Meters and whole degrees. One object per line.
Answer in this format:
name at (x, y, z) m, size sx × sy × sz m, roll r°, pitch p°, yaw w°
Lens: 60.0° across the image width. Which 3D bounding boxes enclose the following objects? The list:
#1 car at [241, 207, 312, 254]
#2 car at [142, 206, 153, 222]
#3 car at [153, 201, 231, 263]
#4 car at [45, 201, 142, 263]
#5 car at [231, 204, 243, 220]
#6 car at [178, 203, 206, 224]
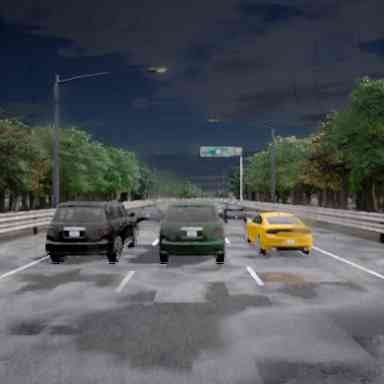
car at (3.525, 1.623, 14.264) m, size 1.882 × 1.535 × 5.008 m, roll 0°, pitch 0°, yaw 0°
car at (-3.485, 1.862, 28.487) m, size 1.994 × 1.385 × 4.181 m, roll 0°, pitch -1°, yaw 1°
car at (0.008, 1.353, 12.583) m, size 2.150 × 2.045 × 5.566 m, roll 0°, pitch 0°, yaw 0°
car at (-3.491, 1.353, 12.578) m, size 2.150 × 2.045 × 5.566 m, roll 0°, pitch 0°, yaw 0°
car at (3.520, 1.791, 28.509) m, size 2.128 × 1.511 × 4.902 m, roll 0°, pitch 0°, yaw 0°
car at (0.020, 1.791, 28.512) m, size 2.128 × 1.511 × 4.902 m, roll 0°, pitch 0°, yaw 0°
